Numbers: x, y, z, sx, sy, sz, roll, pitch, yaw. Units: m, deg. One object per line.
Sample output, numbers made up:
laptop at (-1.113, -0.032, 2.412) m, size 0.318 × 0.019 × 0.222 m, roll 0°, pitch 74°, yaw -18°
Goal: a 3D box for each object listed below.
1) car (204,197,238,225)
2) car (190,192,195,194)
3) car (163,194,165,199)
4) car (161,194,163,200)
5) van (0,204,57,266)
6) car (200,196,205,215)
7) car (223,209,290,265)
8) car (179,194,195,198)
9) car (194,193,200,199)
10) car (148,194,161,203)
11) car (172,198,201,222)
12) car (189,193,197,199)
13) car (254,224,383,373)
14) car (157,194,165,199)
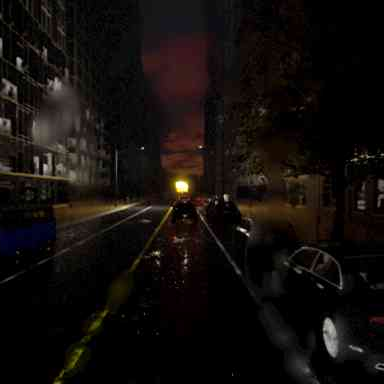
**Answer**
car at (2.122, 1.330, 22.670) m, size 1.967 × 1.590 × 4.097 m, roll 0°, pitch 0°, yaw -2°
car at (0.921, 1.216, 68.194) m, size 1.947 × 1.339 × 4.313 m, roll 0°, pitch 0°, yaw -2°
car at (-7.757, 1.162, 79.361) m, size 1.887 × 1.381 × 4.507 m, roll 0°, pitch 0°, yaw -2°
car at (-7.456, 1.268, 67.981) m, size 1.802 × 1.307 × 4.206 m, roll 0°, pitch 0°, yaw -2°
van at (-5.956, 1.320, 11.072) m, size 1.690 × 1.788 × 3.998 m, roll 0°, pitch 0°, yaw -2°
car at (1.972, 1.303, 28.360) m, size 1.967 × 1.590 × 4.097 m, roll 0°, pitch 0°, yaw -2°
car at (2.423, 1.494, 11.290) m, size 2.008 × 1.369 × 4.403 m, roll 0°, pitch 0°, yaw -2°
car at (-0.972, 1.316, 41.523) m, size 1.837 × 1.490 × 4.892 m, roll 0°, pitch 1°, yaw -1°
car at (1.372, 1.292, 51.123) m, size 1.887 × 1.381 × 4.507 m, roll 0°, pitch 0°, yaw -2°
car at (-7.306, 1.264, 62.289) m, size 1.887 × 1.381 × 4.507 m, roll 0°, pitch 0°, yaw -2°
car at (-0.540, 1.415, 24.945) m, size 1.812 × 1.442 × 4.674 m, roll 0°, pitch 0°, yaw -1°
car at (0.321, 1.077, 90.954) m, size 1.947 × 1.339 × 4.313 m, roll 0°, pitch 0°, yaw -2°
car at (2.573, 1.518, 5.599) m, size 2.008 × 1.369 × 4.403 m, roll 0°, pitch 0°, yaw -2°
car at (-7.907, 1.148, 85.052) m, size 1.947 × 1.339 × 4.313 m, roll 0°, pitch 0°, yaw -2°
